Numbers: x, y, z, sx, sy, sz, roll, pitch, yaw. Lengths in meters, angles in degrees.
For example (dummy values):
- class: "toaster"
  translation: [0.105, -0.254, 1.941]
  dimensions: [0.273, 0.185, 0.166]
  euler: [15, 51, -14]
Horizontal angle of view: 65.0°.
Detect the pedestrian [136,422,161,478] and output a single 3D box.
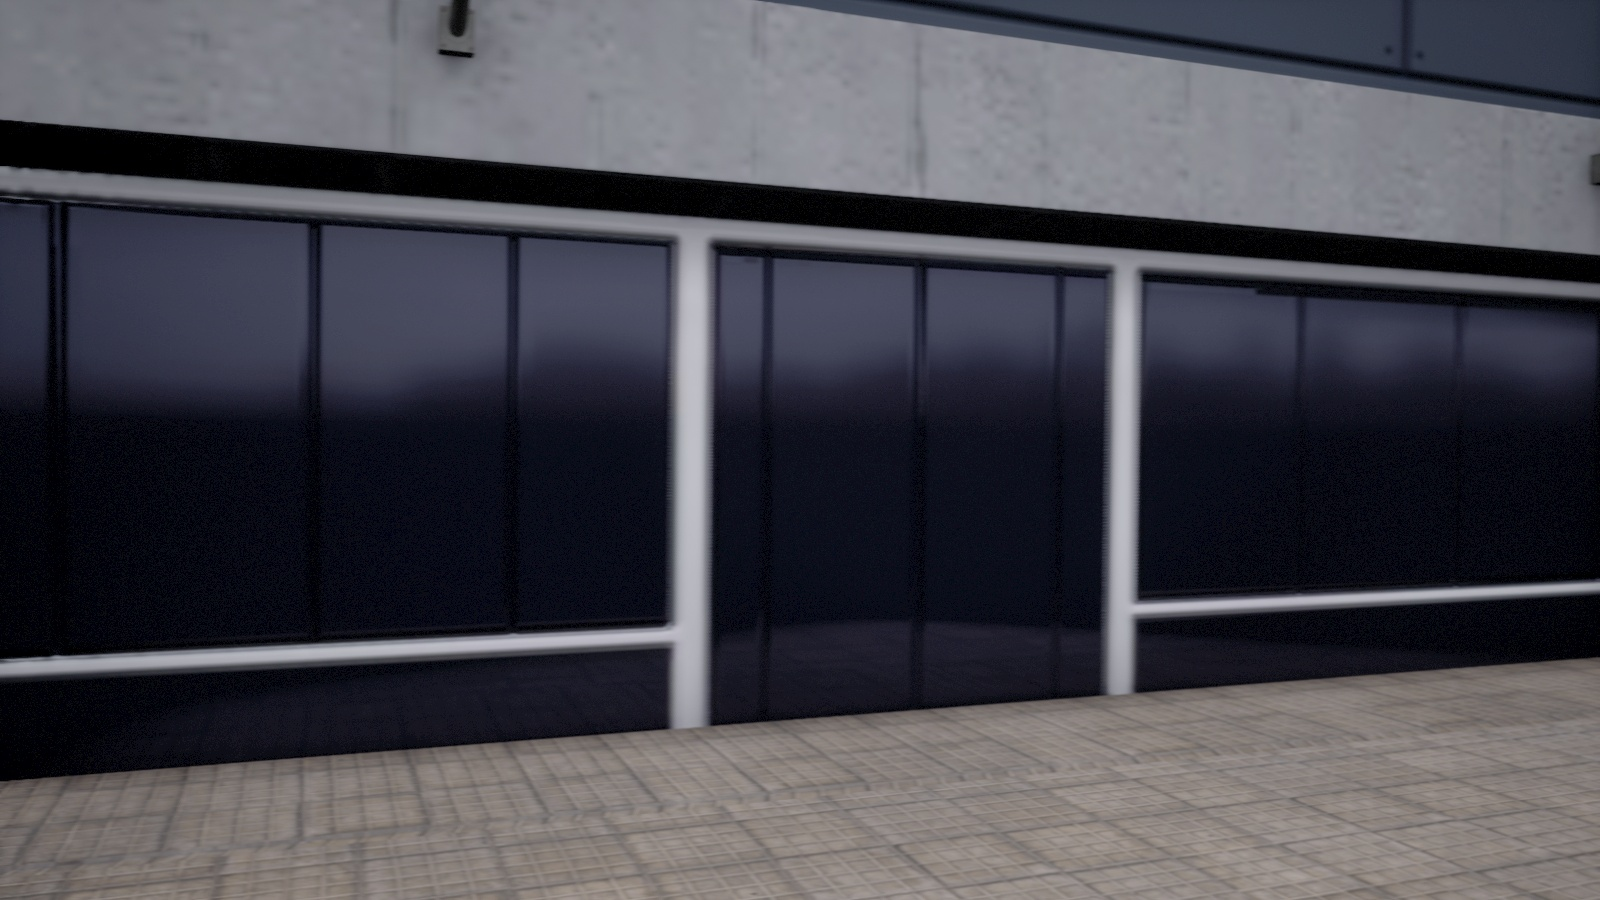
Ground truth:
- class: "pedestrian"
  translation: [-22.284, -0.004, 42.953]
  dimensions: [0.692, 1.930, 0.395]
  euler: [-1, 1, -18]
